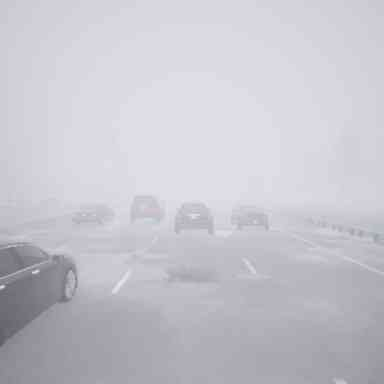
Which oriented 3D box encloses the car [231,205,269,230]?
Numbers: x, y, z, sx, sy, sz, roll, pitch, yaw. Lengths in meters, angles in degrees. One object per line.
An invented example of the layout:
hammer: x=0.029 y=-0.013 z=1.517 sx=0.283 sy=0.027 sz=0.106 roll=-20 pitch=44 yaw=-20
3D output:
car: x=3.604 y=1.527 z=21.149 sx=1.812 sy=1.442 sz=4.674 roll=0 pitch=0 yaw=0

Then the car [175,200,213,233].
car: x=0.104 y=1.353 z=19.739 sx=2.097 sy=1.767 sz=4.553 roll=0 pitch=0 yaw=0

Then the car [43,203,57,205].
car: x=-17.621 y=1.527 z=41.113 sx=1.812 sy=1.442 sz=4.674 roll=0 pitch=0 yaw=0

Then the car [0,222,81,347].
car: x=-3.398 y=1.505 z=5.339 sx=1.837 sy=1.490 sz=4.892 roll=0 pitch=0 yaw=0

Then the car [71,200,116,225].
car: x=-6.895 y=1.549 z=23.763 sx=2.033 sy=1.411 sz=5.357 roll=0 pitch=0 yaw=0

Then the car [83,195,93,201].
car: x=-24.934 y=1.415 z=79.868 sx=1.882 sy=1.535 sz=5.008 roll=0 pitch=0 yaw=-12

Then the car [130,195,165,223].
car: x=-3.394 y=1.223 z=26.024 sx=2.150 sy=2.045 sz=5.566 roll=0 pitch=0 yaw=0

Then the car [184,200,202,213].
car: x=0.103 y=1.603 z=38.863 sx=1.895 sy=1.301 sz=4.718 roll=0 pitch=0 yaw=0
